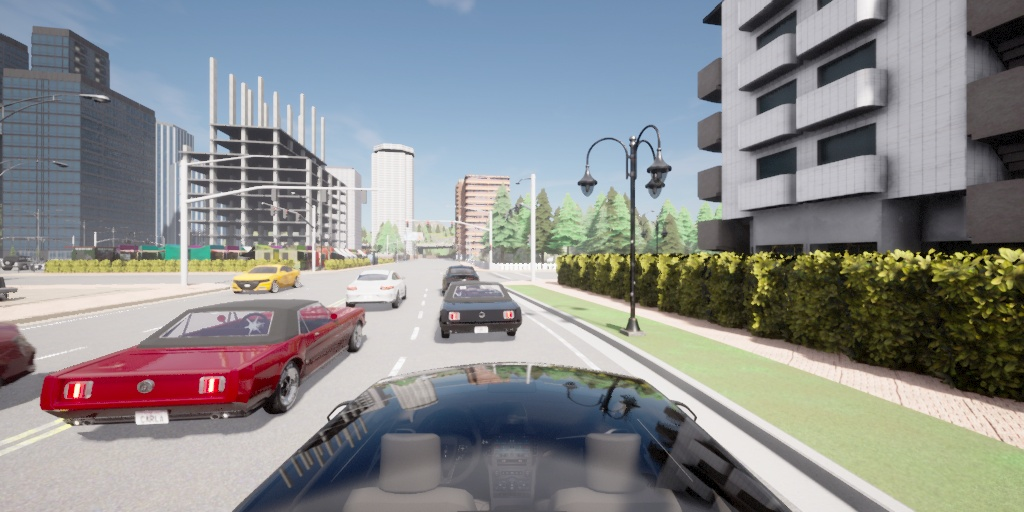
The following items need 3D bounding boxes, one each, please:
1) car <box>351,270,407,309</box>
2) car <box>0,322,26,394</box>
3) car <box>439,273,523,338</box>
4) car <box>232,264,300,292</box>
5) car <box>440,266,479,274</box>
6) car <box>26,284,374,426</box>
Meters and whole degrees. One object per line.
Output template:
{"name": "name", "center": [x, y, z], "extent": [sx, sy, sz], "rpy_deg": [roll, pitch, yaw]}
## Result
{"name": "car", "center": [-5.447, 1.275, 14.730], "extent": [1.812, 1.442, 4.674], "rpy_deg": [0, 0, -11]}
{"name": "car", "center": [-7.319, 1.275, 2.934], "extent": [1.812, 1.442, 4.674], "rpy_deg": [0, 0, -4]}
{"name": "car", "center": [-1.038, 1.351, 10.157], "extent": [1.895, 1.301, 4.718], "rpy_deg": [0, 0, -9]}
{"name": "car", "center": [-13.845, 1.229, 20.484], "extent": [1.882, 1.535, 5.008], "rpy_deg": [0, 0, -12]}
{"name": "car", "center": [-2.788, 1.254, 19.248], "extent": [1.837, 1.490, 4.892], "rpy_deg": [0, 0, -12]}
{"name": "car", "center": [-3.909, 1.351, 5.846], "extent": [1.895, 1.301, 4.718], "rpy_deg": [0, 0, -7]}
